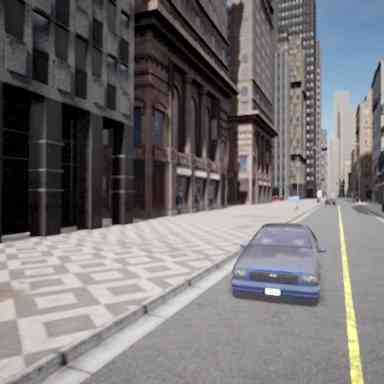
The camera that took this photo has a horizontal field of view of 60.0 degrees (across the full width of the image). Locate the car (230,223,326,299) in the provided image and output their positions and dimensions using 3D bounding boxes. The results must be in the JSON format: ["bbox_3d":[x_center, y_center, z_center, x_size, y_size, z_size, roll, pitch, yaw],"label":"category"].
[{"bbox_3d":[2.512,1.572,9.005,2.033,1.411,5.357,0,0,20],"label":"car"}]

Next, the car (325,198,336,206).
[{"bbox_3d":[26.983,1.851,64.758,1.882,1.535,5.008,0,-1,24],"label":"car"}]
